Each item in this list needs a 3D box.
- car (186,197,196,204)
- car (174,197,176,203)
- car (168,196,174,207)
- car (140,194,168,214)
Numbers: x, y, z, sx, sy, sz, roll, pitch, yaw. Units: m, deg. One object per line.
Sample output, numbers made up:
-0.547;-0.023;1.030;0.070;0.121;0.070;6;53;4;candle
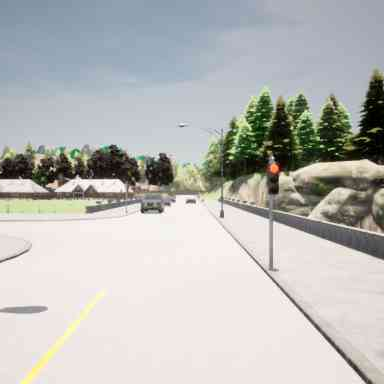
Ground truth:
-0.180;1.601;63.408;1.895;1.301;4.718;0;0;0;car
-4.200;1.544;67.755;2.033;1.411;5.357;0;0;0;car
-4.241;1.525;51.270;1.812;1.442;4.674;0;0;0;car
-4.194;1.221;35.987;2.150;2.045;5.566;0;0;0;car
